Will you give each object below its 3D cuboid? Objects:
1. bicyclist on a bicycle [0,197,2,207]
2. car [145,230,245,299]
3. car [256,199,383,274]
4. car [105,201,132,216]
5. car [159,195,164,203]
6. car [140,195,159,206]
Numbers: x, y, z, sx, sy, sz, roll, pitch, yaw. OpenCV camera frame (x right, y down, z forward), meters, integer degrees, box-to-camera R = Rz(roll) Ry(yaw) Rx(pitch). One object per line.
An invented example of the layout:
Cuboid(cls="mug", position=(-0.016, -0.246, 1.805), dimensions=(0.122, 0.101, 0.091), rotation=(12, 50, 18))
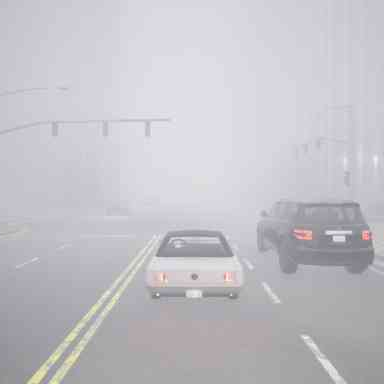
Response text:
Cuboid(cls="bicyclist on a bicycle", position=(-26.380, 1.301, 45.411), dimensions=(0.582, 1.620, 1.656), rotation=(0, 0, -1))
Cuboid(cls="car", position=(0.067, 1.601, 8.391), dimensions=(1.895, 1.301, 4.718), rotation=(0, 0, 1))
Cuboid(cls="car", position=(3.583, 1.222, 10.746), dimensions=(2.150, 2.045, 5.566), rotation=(0, 0, 0))
Cuboid(cls="car", position=(-7.072, 1.564, 32.420), dimensions=(1.994, 1.385, 4.181), rotation=(0, 0, 0))
Cuboid(cls="car", position=(-6.941, 1.352, 69.267), dimensions=(2.097, 1.767, 4.553), rotation=(0, 0, 0))
Cuboid(cls="car", position=(-7.080, 1.492, 53.031), dimensions=(2.128, 1.511, 4.902), rotation=(0, 0, 1))
